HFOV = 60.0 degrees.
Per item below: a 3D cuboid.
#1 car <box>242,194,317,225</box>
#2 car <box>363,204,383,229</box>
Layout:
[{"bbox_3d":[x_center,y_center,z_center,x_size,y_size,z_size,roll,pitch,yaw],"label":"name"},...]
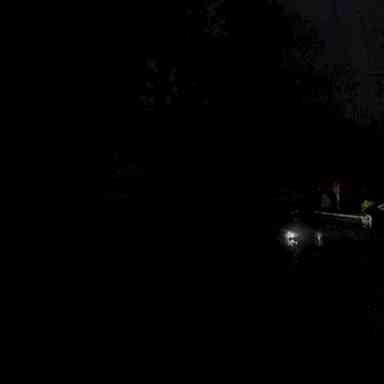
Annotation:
[{"bbox_3d":[4.622,0.813,18.439,1.882,1.535,5.008,1,3,-27],"label":"car"},{"bbox_3d":[9.180,1.088,14.254,2.128,1.511,4.902,1,2,2],"label":"car"}]
